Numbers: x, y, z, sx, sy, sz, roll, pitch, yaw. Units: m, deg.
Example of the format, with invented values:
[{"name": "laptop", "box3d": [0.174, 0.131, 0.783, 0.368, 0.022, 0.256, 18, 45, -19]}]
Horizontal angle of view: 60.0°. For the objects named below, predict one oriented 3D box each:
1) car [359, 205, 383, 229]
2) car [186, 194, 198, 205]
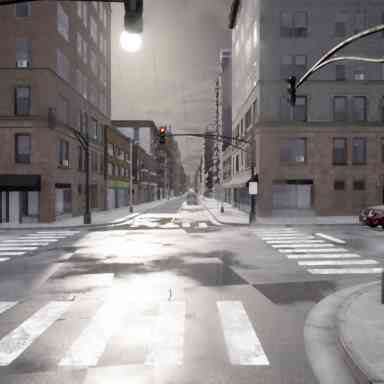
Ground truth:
[{"name": "car", "box3d": [12.058, 1.123, 18.418, 5.009, 1.841, 2.192, -1, 1, 0]}, {"name": "car", "box3d": [0.000, 1.593, 60.066, 2.033, 1.411, 5.357, 0, 0, 0]}]
